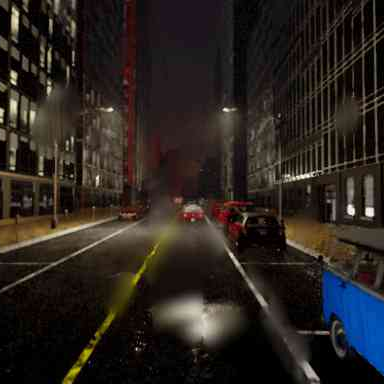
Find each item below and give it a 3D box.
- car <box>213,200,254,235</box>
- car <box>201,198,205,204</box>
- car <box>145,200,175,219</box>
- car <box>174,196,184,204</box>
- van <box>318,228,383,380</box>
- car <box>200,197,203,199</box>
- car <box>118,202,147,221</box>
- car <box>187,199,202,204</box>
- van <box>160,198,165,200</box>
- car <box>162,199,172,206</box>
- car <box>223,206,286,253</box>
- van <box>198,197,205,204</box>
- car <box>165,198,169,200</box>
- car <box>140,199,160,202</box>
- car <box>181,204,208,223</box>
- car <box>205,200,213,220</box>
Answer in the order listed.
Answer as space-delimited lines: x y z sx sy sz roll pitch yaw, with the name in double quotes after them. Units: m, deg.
2.689 1.538 20.104 2.192 1.841 5.009 1 -1 0 "car"
2.661 1.972 47.987 1.967 1.590 4.097 1 -1 0 "car"
-3.128 1.857 32.991 2.128 1.511 4.902 0 -1 0 "car"
-3.070 1.985 73.672 2.150 2.045 5.566 0 -1 0 "car"
2.705 1.380 3.373 1.690 1.788 3.998 1 -1 0 "van"
2.655 2.034 53.564 1.967 1.590 4.097 1 -1 0 "car"
-5.707 1.927 31.147 1.802 1.307 4.206 1 -1 0 "car"
0.054 2.019 44.499 1.812 1.442 4.674 0 -1 0 "car"
-5.732 1.934 53.450 1.690 1.788 3.998 1 -1 0 "van"
-5.715 2.409 75.746 1.947 1.339 4.313 1 -1 0 "car"
2.692 1.601 14.525 1.967 1.590 4.097 1 -1 0 "car"
2.621 2.375 92.604 1.690 1.788 3.998 1 -1 0 "van"
-5.705 2.095 70.174 2.192 1.841 5.009 1 -1 0 "car"
-5.712 1.784 42.299 2.192 1.841 5.009 1 -1 0 "car"
0.073 1.912 28.132 1.895 1.301 4.718 0 -1 0 "car"
2.679 1.661 31.258 2.192 1.841 5.009 1 -1 0 "car"
